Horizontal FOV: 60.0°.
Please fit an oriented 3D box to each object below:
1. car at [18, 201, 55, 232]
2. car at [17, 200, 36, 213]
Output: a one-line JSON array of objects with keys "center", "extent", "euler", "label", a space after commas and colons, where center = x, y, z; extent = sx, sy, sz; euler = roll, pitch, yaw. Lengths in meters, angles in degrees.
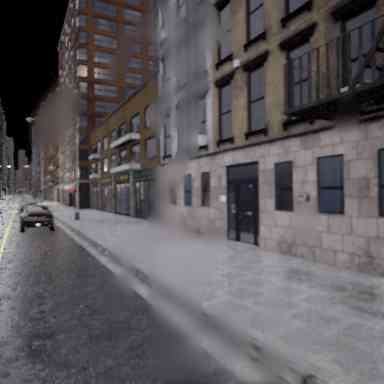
[{"center": [-9.928, 1.616, 21.264], "extent": [1.837, 1.490, 4.892], "euler": [0, 0, -27], "label": "car"}, {"center": [-18.812, 1.692, 38.579], "extent": [2.128, 1.511, 4.902], "euler": [0, 0, -27], "label": "car"}]
